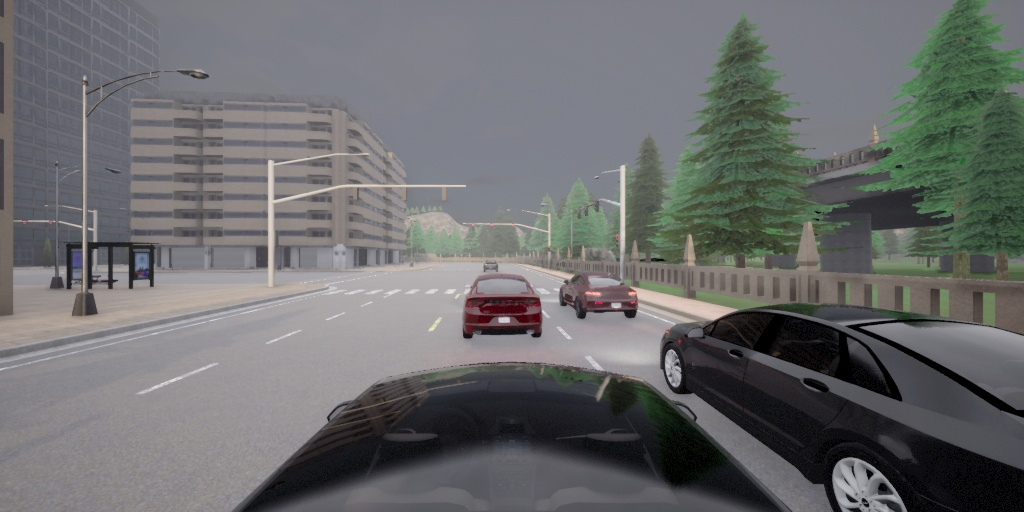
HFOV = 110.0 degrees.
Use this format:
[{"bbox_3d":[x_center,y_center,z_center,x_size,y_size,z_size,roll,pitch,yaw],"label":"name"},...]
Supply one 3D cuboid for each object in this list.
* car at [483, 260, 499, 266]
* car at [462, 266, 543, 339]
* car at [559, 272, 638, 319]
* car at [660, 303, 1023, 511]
[{"bbox_3d":[-2.711,1.242,45.897,2.128,1.511,4.902,0,0,-4],"label":"car"},{"bbox_3d":[-0.341,1.228,10.190,1.882,1.535,5.008,0,0,-4],"label":"car"},{"bbox_3d":[2.922,1.276,12.765,1.812,1.442,4.674,0,0,-3],"label":"car"},{"bbox_3d":[3.257,1.255,3.775,1.837,1.490,4.892,0,0,0],"label":"car"}]
